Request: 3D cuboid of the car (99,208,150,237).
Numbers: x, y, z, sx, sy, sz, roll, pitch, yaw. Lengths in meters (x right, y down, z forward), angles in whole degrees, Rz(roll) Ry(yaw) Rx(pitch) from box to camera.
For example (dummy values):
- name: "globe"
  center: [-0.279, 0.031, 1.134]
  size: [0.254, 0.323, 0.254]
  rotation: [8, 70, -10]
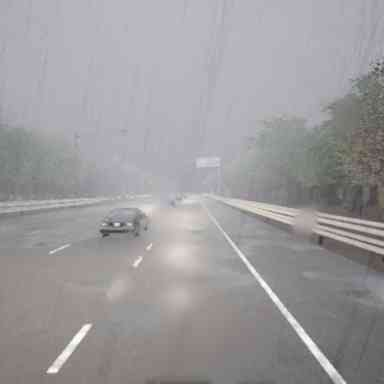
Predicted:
- name: "car"
  center: [-3.484, 1.556, 17.906]
  size: [2.033, 1.411, 5.357]
  rotation: [0, 0, 0]

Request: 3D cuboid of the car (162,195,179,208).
- name: "car"
  center: [-3.368, 1.502, 49.410]
  size: [1.882, 1.535, 5.008]
  rotation: [0, 0, 0]

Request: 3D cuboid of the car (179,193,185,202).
- name: "car"
  center: [-3.165, 1.518, 78.596]
  size: [1.837, 1.490, 4.892]
  rotation: [0, 0, 0]
